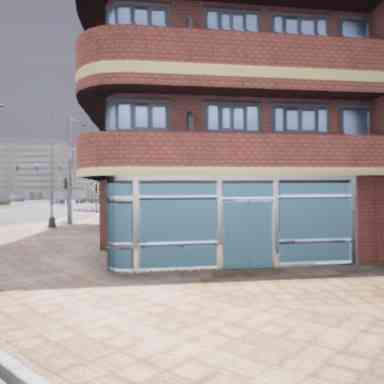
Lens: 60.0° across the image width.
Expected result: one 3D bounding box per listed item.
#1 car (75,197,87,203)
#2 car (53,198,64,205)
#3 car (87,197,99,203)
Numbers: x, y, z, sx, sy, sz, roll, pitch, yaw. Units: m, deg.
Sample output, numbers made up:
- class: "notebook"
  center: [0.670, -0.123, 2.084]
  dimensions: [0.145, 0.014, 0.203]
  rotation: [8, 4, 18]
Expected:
- class: "car"
  center: [-28.368, 2.139, 84.371]
  dimensions: [2.033, 1.411, 5.357]
  rotation: [0, 0, -8]
- class: "car"
  center: [-30.849, 2.112, 76.701]
  dimensions: [2.128, 1.511, 4.902]
  rotation: [0, 0, -8]
- class: "car"
  center: [-24.943, 2.102, 85.155]
  dimensions: [1.812, 1.442, 4.674]
  rotation: [0, 0, -8]
